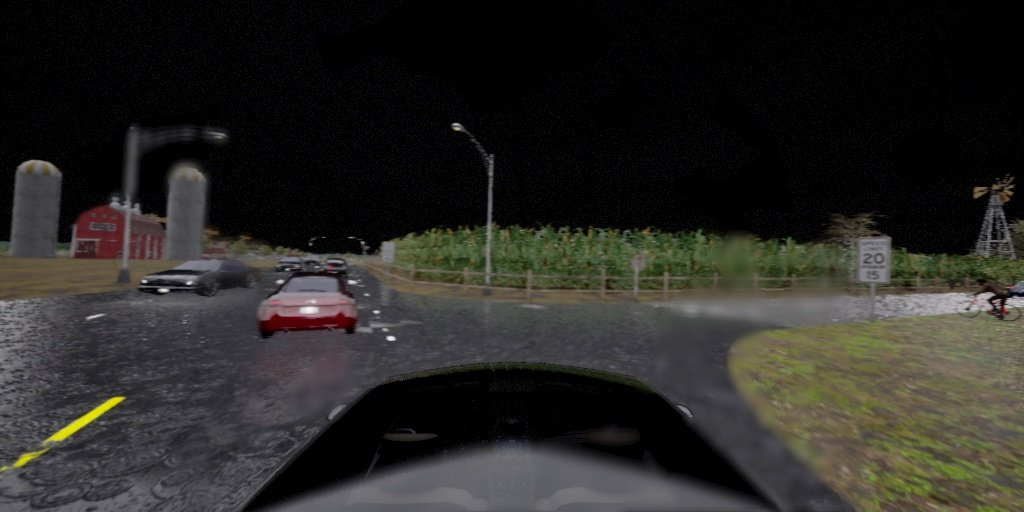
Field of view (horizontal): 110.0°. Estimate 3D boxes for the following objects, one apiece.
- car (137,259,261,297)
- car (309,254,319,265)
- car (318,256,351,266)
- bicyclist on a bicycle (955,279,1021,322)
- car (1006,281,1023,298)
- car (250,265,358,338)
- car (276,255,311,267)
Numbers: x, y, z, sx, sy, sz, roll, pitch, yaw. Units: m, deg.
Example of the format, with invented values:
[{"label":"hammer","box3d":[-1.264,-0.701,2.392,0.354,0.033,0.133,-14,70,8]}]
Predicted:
[{"label":"car","box3d":[-12.569,0.822,15.056,2.033,1.411,5.357,3,-1,-11]},{"label":"car","box3d":[-29.446,0.531,53.159,2.097,1.767,4.553,3,-1,-25]},{"label":"car","box3d":[-13.731,0.929,27.921,1.837,1.490,4.892,3,-1,-25]},{"label":"bicyclist on a bicycle","box3d":[19.181,1.758,14.480,0.582,1.620,1.656,2,0,-25]},{"label":"car","box3d":[40.220,2.614,27.592,4.181,1.385,1.994,2,-1,-24]},{"label":"car","box3d":[-5.183,1.112,9.509,1.994,1.385,4.181,2,0,-25]},{"label":"car","box3d":[-19.952,0.757,32.545,2.033,1.411,5.357,3,-1,-25]}]
